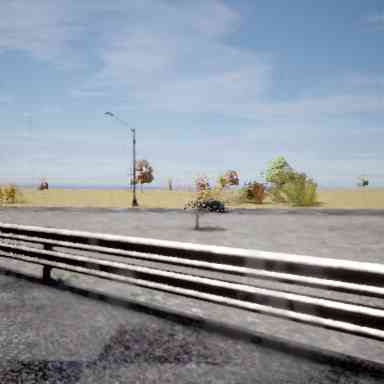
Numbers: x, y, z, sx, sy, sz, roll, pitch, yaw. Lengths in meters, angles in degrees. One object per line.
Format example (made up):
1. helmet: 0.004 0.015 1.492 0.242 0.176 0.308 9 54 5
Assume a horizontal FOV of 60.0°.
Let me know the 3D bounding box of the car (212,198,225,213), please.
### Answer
1. car: 1.172 1.255 32.624 4.181 1.385 1.994 0 0 14
